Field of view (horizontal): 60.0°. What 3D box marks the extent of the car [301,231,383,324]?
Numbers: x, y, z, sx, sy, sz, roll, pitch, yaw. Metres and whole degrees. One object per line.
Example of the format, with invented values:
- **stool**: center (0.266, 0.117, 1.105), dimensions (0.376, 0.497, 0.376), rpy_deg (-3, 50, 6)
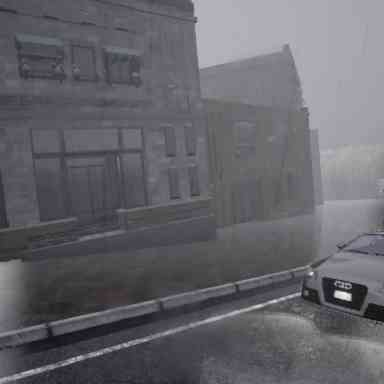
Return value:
- **car**: center (4.107, 1.545, 6.814), dimensions (4.181, 1.385, 1.994), rpy_deg (0, 0, -38)
